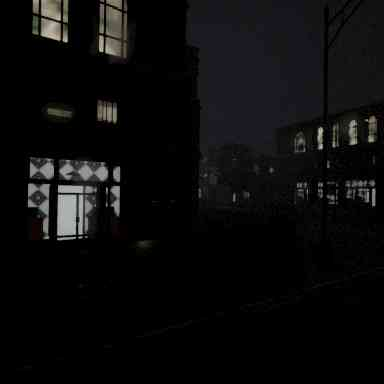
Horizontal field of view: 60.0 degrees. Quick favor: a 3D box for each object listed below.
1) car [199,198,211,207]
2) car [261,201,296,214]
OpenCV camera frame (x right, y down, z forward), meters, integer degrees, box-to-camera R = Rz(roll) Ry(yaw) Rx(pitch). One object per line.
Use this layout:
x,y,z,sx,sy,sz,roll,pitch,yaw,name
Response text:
1.376,1.619,52.117,1.887,1.381,4.507,1,-1,-27,car
9.443,1.622,36.635,2.008,1.369,4.403,1,-1,-27,car
